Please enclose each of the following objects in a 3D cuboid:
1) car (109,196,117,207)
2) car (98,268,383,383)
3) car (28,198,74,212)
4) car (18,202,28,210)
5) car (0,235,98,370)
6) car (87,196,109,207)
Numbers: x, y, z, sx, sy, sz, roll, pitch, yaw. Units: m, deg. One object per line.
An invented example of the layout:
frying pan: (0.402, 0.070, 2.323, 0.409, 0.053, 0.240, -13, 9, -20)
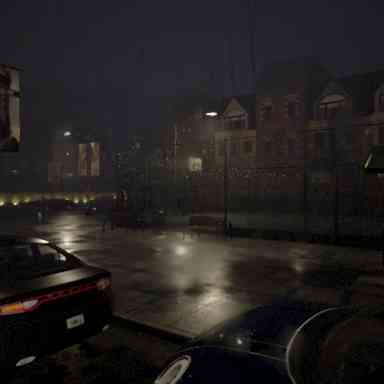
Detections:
car: (-9.372, 1.255, 50.454, 2.150, 2.045, 5.566, 0, 0, 34)
car: (1.823, 1.354, 2.003, 4.553, 1.767, 2.185, 0, 0, 35)
car: (-16.615, 1.539, 40.135, 1.837, 1.490, 4.892, 0, 0, 35)
car: (-19.403, 1.529, 42.256, 2.128, 1.511, 4.902, 0, 0, 35)
car: (-3.487, 1.485, 5.622, 5.008, 1.535, 2.097, 0, 0, 35)
car: (-13.588, 1.389, 50.531, 2.097, 1.767, 4.553, 0, 0, 35)
